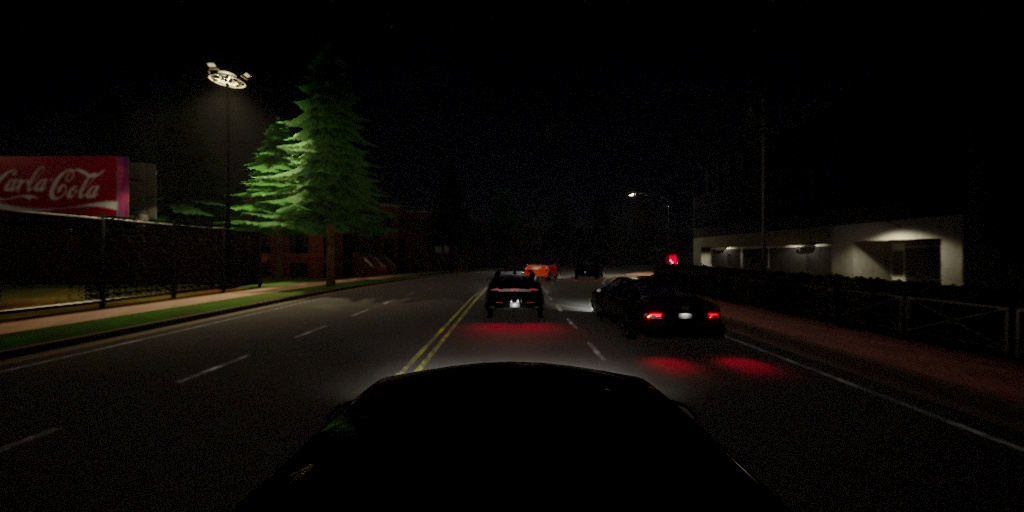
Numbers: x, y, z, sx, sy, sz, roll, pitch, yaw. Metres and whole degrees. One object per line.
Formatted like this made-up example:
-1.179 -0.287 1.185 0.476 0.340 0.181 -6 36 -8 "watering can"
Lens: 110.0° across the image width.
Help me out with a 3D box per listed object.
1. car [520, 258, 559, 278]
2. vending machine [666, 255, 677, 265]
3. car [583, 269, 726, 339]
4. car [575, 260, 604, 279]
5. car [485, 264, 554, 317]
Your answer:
2.500 1.013 29.446 2.097 1.767 4.553 0 0 17 "car"
18.327 0.819 41.210 1.100 2.100 0.880 0 0 45 "vending machine"
3.587 1.271 9.911 2.033 1.411 5.357 0 0 0 "car"
6.783 1.134 31.116 1.882 1.535 5.008 0 0 21 "car"
0.107 1.207 12.937 2.128 1.511 4.902 0 0 1 "car"
